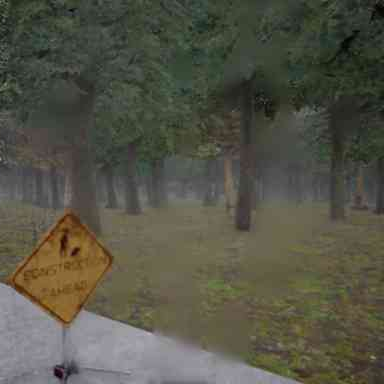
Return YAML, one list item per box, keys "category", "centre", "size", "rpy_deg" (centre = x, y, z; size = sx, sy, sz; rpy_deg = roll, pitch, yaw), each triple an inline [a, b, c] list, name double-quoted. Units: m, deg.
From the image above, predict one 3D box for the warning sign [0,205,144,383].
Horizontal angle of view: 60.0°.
- category: "warning sign"
  centre: [-1.371, 1.110, 3.639]
  size: [1.060, 1.860, 1.300]
  rpy_deg: [0, 0, 35]
